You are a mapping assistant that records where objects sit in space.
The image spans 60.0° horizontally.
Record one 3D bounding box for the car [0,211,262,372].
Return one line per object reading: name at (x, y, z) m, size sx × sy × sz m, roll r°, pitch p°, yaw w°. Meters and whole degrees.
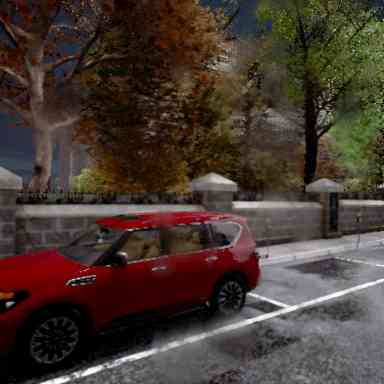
car at (-0.947, 1.328, 5.863) m, size 5.009 × 1.841 × 2.192 m, roll 0°, pitch 1°, yaw -35°
